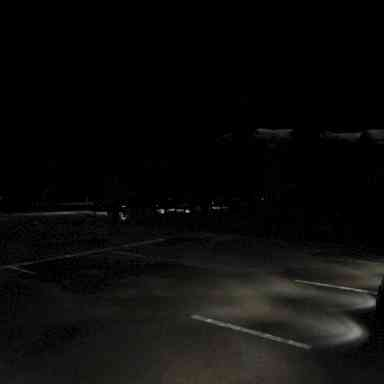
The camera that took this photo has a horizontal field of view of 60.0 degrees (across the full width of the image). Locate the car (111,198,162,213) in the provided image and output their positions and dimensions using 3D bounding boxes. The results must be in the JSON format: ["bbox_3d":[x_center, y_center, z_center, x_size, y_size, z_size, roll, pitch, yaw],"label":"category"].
[{"bbox_3d":[-6.013,1.414,36.491,1.837,1.490,4.892,0,0,43],"label":"car"}]

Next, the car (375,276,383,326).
[{"bbox_3d":[5.138,1.352,4.578,4.553,1.767,2.097,0,0,36],"label":"car"}]

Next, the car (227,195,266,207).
[{"bbox_3d":[8.026,1.419,48.705,4.902,1.511,2.128,0,0,-35],"label":"car"}]

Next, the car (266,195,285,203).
[{"bbox_3d":[12.810,1.279,55.822,4.553,1.767,2.097,0,0,-28],"label":"car"}]

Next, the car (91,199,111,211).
[{"bbox_3d":[-9.170,1.494,38.299,1.895,1.301,4.718,0,0,43],"label":"car"}]

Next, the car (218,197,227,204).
[{"bbox_3d":[4.694,1.458,50.760,5.357,1.411,2.033,0,0,-37],"label":"car"}]

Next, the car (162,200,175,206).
[{"bbox_3d":[-2.711,1.425,44.668,4.674,1.442,1.812,0,0,-42],"label":"car"}]

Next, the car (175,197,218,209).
[{"bbox_3d":[0.639,1.421,42.977,4.892,1.490,1.837,0,0,-41],"label":"car"}]
